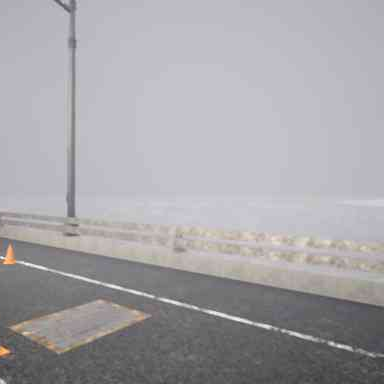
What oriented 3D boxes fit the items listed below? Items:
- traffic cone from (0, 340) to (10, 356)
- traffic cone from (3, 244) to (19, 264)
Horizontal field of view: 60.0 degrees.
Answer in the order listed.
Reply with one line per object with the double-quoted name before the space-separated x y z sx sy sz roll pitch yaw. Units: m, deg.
"traffic cone" -2.787 1.964 4.632 0.340 0.580 0.340 0 0 37
"traffic cone" -5.787 1.974 10.632 0.340 0.580 0.340 0 0 37
